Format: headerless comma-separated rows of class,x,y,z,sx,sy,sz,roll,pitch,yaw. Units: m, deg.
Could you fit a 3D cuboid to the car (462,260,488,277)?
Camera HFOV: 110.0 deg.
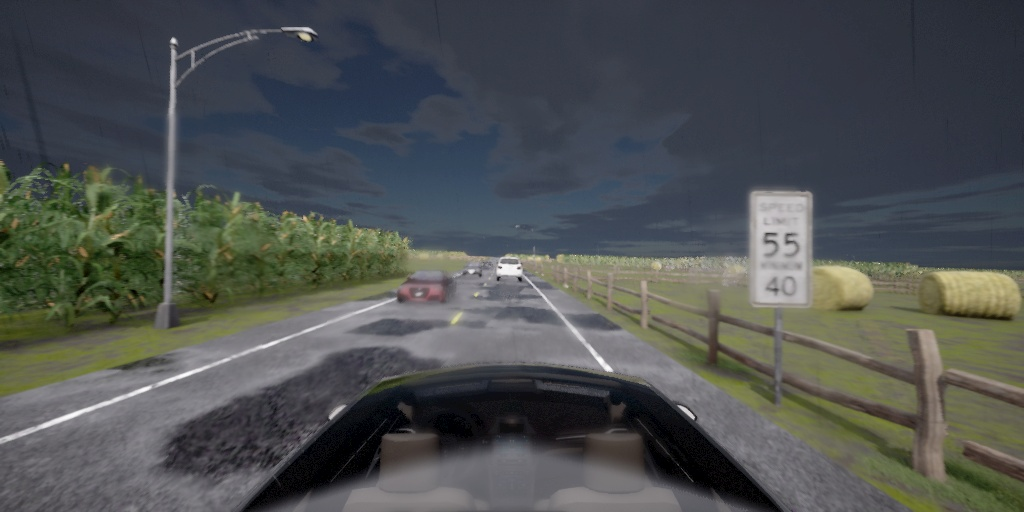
car,-3.875,1.327,36.316,2.128,1.511,4.902,1,0,-1

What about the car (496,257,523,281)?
car,-0.234,1.106,31.844,2.150,2.045,5.566,1,0,-1

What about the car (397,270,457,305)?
car,-3.658,1.309,16.067,1.994,1.385,4.181,1,0,-1
